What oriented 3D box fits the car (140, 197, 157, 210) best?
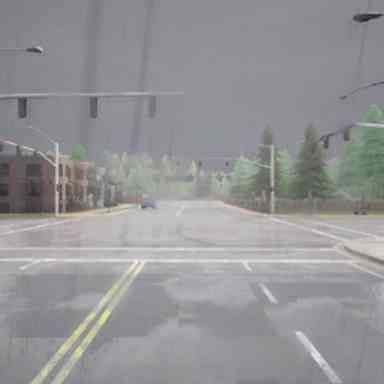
[{"bbox_3d":[-7.004,1.797,54.312,2.150,2.045,5.566,0,-1,0],"label":"car"}]
